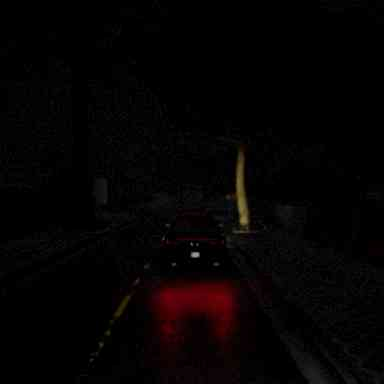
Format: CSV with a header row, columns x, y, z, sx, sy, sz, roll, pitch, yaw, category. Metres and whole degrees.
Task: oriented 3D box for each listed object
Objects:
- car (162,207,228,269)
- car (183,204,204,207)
x,y,z,sx,sy,sz,roll,pitch,yaw,category
0.086,1.522,11.395,1.882,1.535,5.008,0,0,0,car
0.072,1.547,22.640,1.882,1.535,5.008,0,0,0,car
